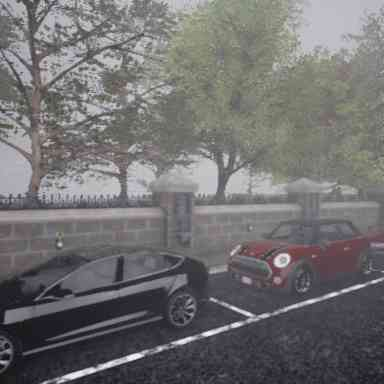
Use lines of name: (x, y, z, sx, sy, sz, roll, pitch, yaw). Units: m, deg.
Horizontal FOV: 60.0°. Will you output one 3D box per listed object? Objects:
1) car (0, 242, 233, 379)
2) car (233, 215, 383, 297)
car: (-1.657, 1.568, 5.375, 4.313, 1.339, 1.947, 0, 0, -35)
car: (2.852, 1.451, 8.591, 4.097, 1.590, 1.967, 0, 0, -35)
